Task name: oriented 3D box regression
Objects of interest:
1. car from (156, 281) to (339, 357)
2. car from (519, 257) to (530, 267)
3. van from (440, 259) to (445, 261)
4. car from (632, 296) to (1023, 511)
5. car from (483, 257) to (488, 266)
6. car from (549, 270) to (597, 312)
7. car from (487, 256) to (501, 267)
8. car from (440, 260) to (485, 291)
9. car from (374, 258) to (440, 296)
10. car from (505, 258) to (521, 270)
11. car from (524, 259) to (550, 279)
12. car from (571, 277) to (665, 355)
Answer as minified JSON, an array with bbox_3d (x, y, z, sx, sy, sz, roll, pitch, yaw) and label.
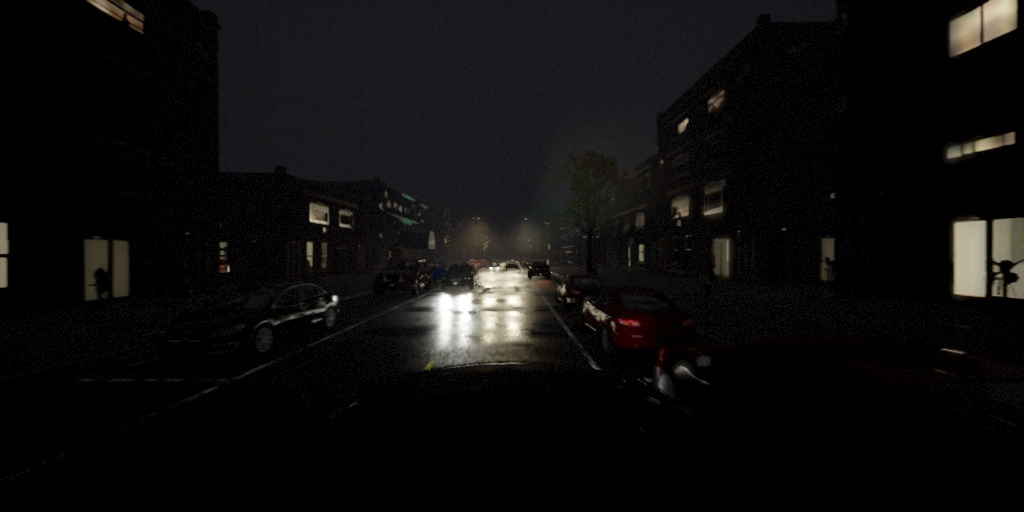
[{"bbox_3d":[-5.689,1.297,8.401,2.007,1.370,4.403,0,0,0],"label":"car"},{"bbox_3d":[2.672,1.288,63.890,1.948,1.339,4.313,0,0,0],"label":"car"},{"bbox_3d":[-5.695,1.081,25.046,1.690,1.789,3.998,0,0,0],"label":"van"},{"bbox_3d":[2.694,1.295,2.857,1.888,1.381,4.507,0,0,0],"label":"car"},{"bbox_3d":[-5.708,1.303,63.884,1.802,1.307,4.207,0,0,0],"label":"car"},{"bbox_3d":[2.690,1.327,13.954,1.802,1.307,4.207,0,0,0],"label":"car"},{"bbox_3d":[-3.039,1.223,64.245,2.128,1.511,4.902,0,0,0],"label":"car"},{"bbox_3d":[-3.105,1.233,22.124,2.128,1.511,4.902,0,0,0],"label":"car"},{"bbox_3d":[-5.693,1.057,19.498,2.192,1.841,5.009,0,0,0],"label":"car"},{"bbox_3d":[-0.009,1.329,52.217,1.895,1.301,4.718,0,0,0],"label":"car"},{"bbox_3d":[2.344,1.242,31.878,1.837,1.490,4.892,0,0,0],"label":"car"},{"bbox_3d":[2.692,1.330,8.406,1.802,1.307,4.207,0,0,0],"label":"car"}]
